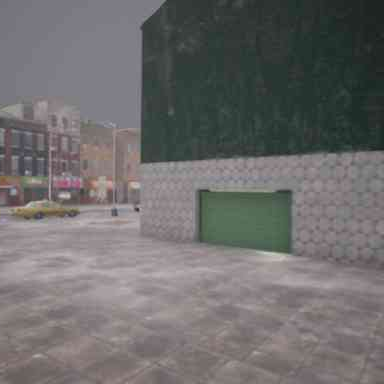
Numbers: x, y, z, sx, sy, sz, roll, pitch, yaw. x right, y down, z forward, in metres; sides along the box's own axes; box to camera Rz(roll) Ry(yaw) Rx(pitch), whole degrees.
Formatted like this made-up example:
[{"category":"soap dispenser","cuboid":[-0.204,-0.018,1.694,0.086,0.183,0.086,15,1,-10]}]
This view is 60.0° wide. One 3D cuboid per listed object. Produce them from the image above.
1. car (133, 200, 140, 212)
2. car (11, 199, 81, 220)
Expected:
[{"category":"car","cuboid":[-3.923,1.328,33.029,1.947,1.339,4.313,0,0,35]},{"category":"car","cuboid":[-10.343,1.211,23.997,1.752,1.417,4.829,0,0,35]}]
